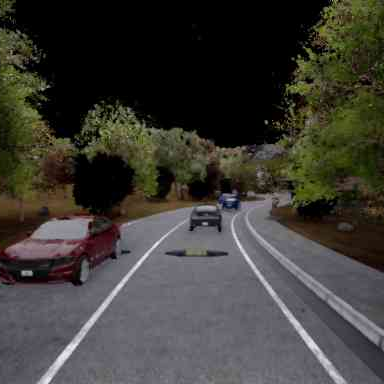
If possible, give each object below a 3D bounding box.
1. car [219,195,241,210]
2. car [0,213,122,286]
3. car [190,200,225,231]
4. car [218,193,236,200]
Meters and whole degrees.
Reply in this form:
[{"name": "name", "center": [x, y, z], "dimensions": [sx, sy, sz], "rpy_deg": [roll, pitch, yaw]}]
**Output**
[{"name": "car", "center": [5.166, 1.493, 42.592], "dimensions": [1.882, 1.535, 5.008], "rpy_deg": [1, 0, 15]}, {"name": "car", "center": [-3.434, 1.427, 9.614], "dimensions": [1.882, 1.535, 5.008], "rpy_deg": [0, 1, 2]}, {"name": "car", "center": [0.963, 1.491, 20.606], "dimensions": [1.837, 1.490, 4.892], "rpy_deg": [0, 0, 6]}, {"name": "car", "center": [6.245, 1.167, 57.272], "dimensions": [2.150, 2.045, 5.566], "rpy_deg": [2, 0, 22]}]
